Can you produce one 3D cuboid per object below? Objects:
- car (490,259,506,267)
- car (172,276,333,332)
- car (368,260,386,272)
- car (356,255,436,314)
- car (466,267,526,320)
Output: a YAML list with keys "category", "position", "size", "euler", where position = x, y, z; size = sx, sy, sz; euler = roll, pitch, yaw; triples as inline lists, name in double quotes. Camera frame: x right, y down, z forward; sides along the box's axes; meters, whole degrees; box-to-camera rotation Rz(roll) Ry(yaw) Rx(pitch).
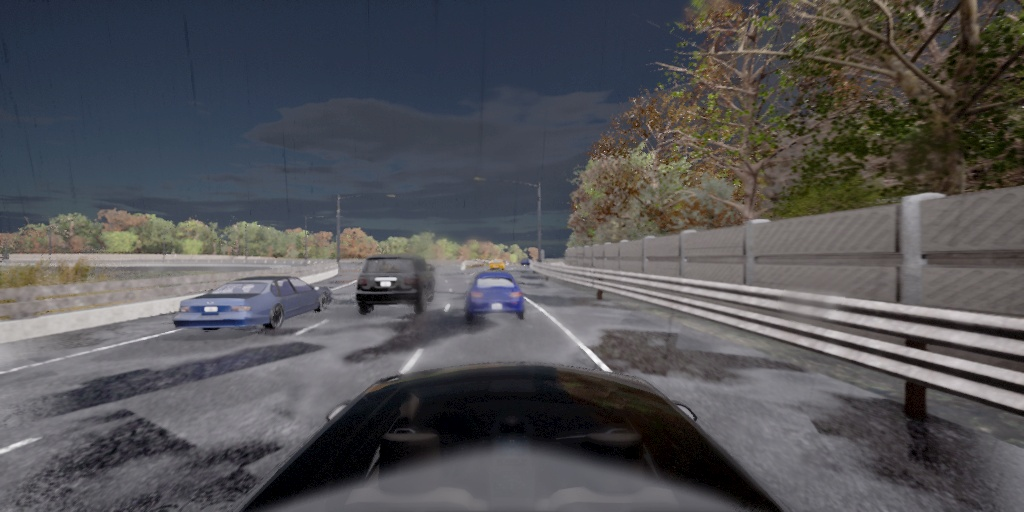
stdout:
- category: "car"
  position: [-1.960, 1.206, 49.770]
  size: [1.882, 1.535, 5.008]
  euler: [0, 0, 3]
- category: "car"
  position: [-7.469, 1.322, 11.091]
  size: [2.033, 1.411, 5.357]
  euler: [0, 0, -6]
- category: "car"
  position: [-18.532, 1.300, 49.010]
  size: [1.837, 1.490, 4.892]
  euler: [0, 0, -27]
- category: "car"
  position: [-4.303, 0.981, 14.015]
  size: [2.150, 2.045, 5.566]
  euler: [0, 0, -7]
- category: "car"
  position: [-0.626, 1.272, 12.488]
  size: [1.812, 1.442, 4.674]
  euler: [0, 0, -5]
